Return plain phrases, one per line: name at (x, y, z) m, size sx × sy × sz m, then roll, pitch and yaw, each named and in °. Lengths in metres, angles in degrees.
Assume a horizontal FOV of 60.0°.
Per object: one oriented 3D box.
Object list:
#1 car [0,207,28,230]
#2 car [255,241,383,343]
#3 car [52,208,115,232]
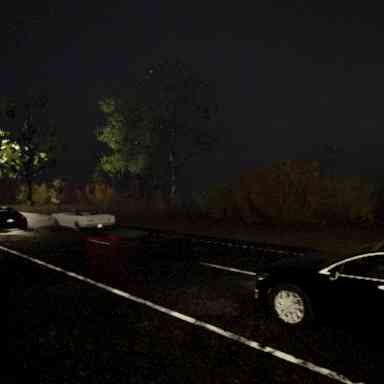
car at (-11.426, 1.567, 19.833) m, size 1.994 × 1.385 × 4.181 m, roll 0°, pitch 0°, yaw -45°
car at (3.258, 1.499, 5.019) m, size 4.892 × 1.490 × 1.837 m, roll 0°, pitch 0°, yaw 45°
car at (-6.685, 1.594, 20.034) m, size 1.895 × 1.301 × 4.718 m, roll 0°, pitch 0°, yaw -45°
